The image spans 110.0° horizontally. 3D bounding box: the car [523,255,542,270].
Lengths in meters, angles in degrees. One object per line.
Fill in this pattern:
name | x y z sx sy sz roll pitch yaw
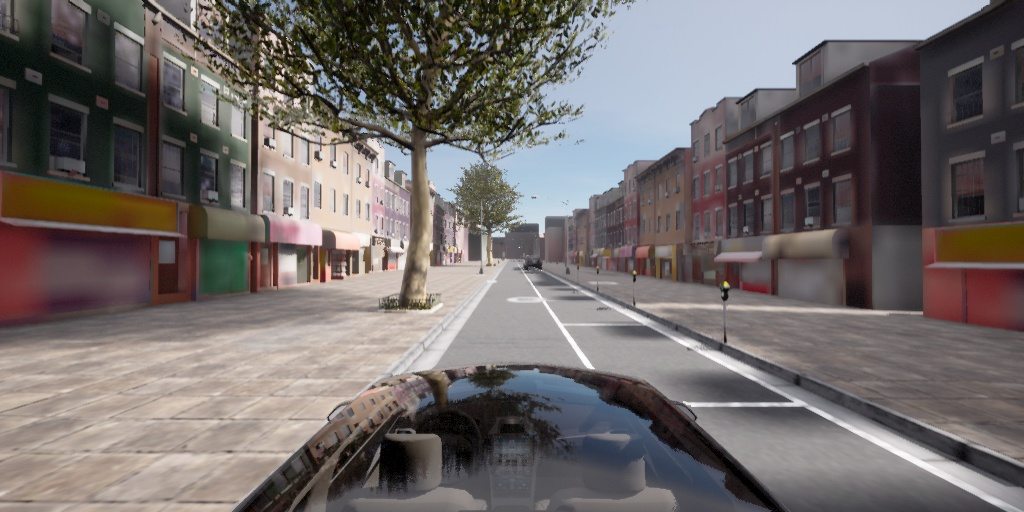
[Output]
car | 2.988 1.035 50.281 2.097 1.767 4.553 0 0 0
